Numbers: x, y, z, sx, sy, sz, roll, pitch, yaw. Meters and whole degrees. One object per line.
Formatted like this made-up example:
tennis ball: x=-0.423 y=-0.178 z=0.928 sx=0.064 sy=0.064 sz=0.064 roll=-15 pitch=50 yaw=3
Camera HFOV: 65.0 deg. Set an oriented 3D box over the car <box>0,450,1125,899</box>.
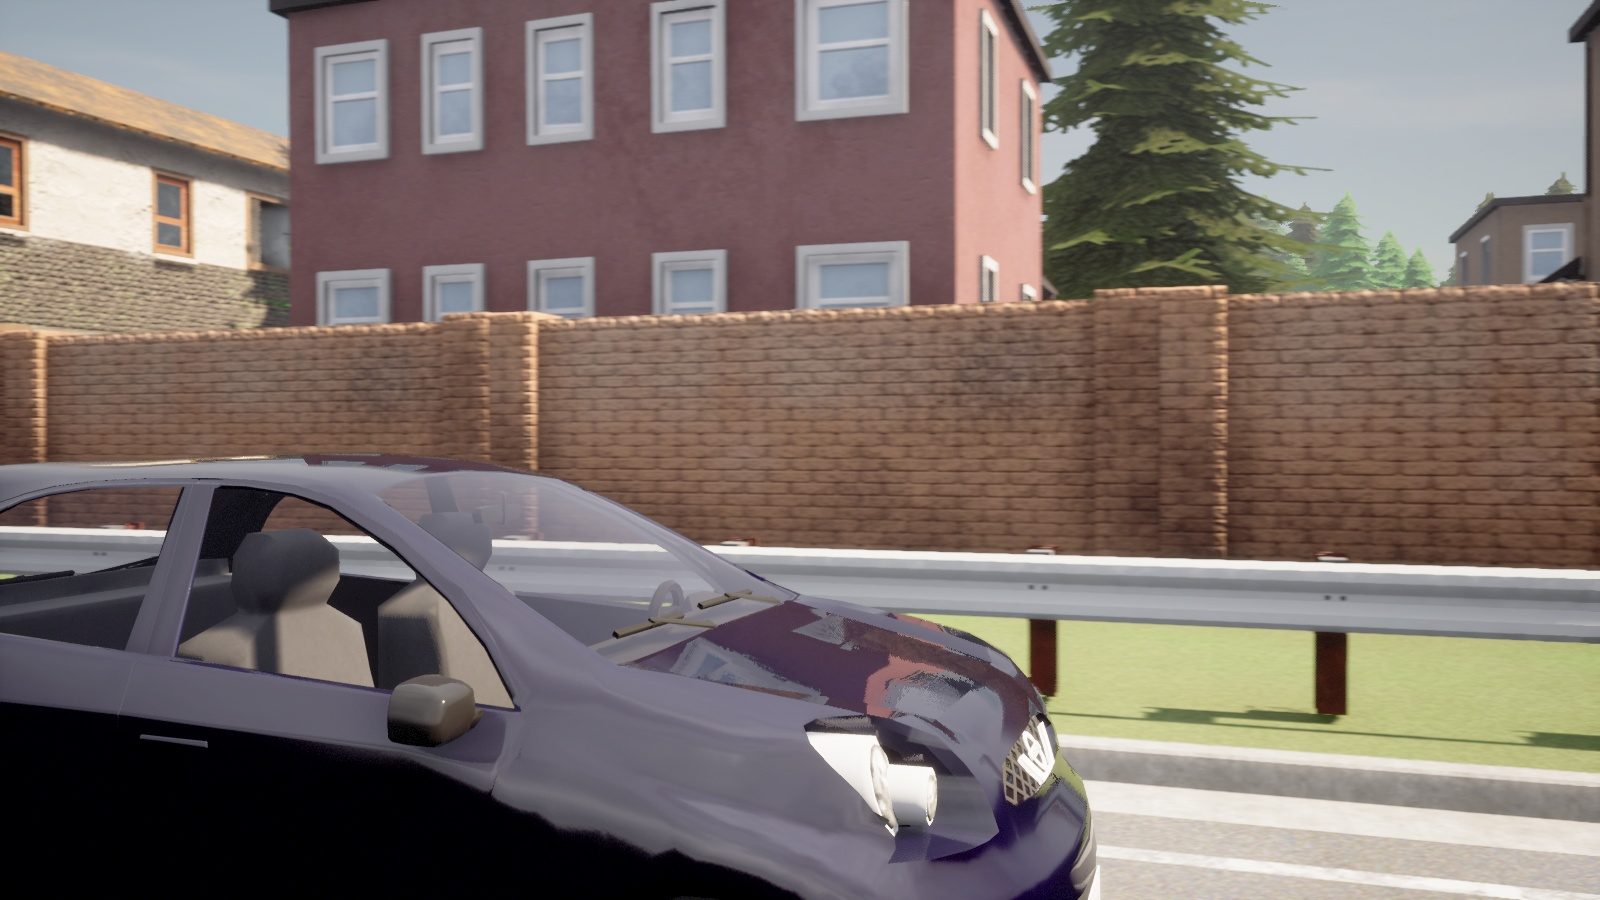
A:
car: x=-1.031 y=0.780 z=3.540 sx=3.633 sy=1.501 sz=1.845 roll=1 pitch=1 yaw=19
